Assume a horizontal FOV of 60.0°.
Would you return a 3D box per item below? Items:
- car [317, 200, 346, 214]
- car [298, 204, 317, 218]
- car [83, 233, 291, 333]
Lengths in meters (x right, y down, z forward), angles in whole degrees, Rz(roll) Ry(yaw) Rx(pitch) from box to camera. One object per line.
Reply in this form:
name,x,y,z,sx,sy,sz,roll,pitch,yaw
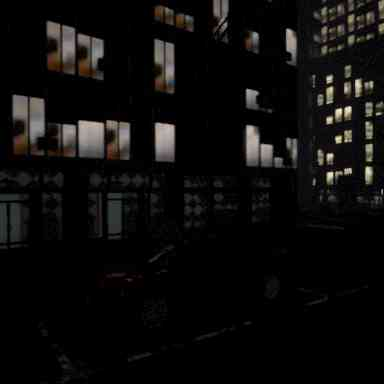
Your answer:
car,14.719,1.586,36.665,1.752,1.417,4.829,0,0,-35
car,8.734,1.685,30.703,2.008,1.369,4.403,0,0,-35
car,0.115,1.581,6.815,4.507,1.381,1.887,1,-1,-35
